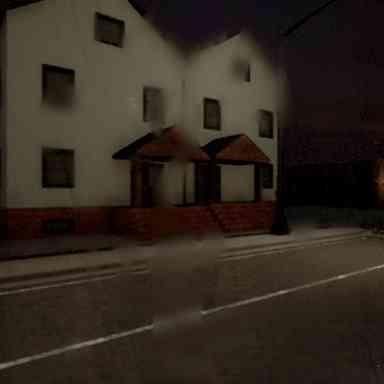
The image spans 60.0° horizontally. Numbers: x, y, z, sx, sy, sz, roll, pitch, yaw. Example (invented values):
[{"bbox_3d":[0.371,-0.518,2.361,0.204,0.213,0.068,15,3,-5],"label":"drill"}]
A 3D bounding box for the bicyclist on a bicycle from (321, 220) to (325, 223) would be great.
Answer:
[{"bbox_3d":[16.948,4.375,42.965,1.656,1.620,0.582,-1,-11,-33],"label":"bicyclist on a bicycle"}]
